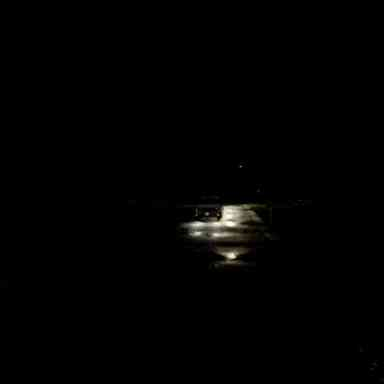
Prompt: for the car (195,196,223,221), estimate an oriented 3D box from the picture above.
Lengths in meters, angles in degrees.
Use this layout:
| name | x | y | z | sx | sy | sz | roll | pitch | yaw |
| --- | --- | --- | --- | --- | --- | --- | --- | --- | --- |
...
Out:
| name | x | y | z | sx | sy | sz | roll | pitch | yaw |
| --- | --- | --- | --- | --- | --- | --- | --- | --- | --- |
| car | 1.589 | 1.435 | 29.872 | 2.150 | 2.045 | 5.566 | 0 | 0 | 8 |
